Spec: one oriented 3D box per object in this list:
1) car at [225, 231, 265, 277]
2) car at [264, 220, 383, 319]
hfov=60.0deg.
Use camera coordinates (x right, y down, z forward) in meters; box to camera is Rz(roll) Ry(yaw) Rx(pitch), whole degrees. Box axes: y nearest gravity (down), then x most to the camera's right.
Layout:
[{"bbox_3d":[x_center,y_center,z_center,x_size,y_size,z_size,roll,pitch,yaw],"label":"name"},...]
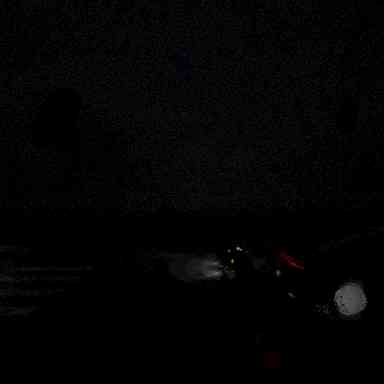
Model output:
[{"bbox_3d":[3.079,1.535,9.692,4.181,1.385,1.994,-1,0,1],"label":"car"},{"bbox_3d":[4.222,1.443,6.715,5.008,1.535,1.882,-1,0,1],"label":"car"}]
